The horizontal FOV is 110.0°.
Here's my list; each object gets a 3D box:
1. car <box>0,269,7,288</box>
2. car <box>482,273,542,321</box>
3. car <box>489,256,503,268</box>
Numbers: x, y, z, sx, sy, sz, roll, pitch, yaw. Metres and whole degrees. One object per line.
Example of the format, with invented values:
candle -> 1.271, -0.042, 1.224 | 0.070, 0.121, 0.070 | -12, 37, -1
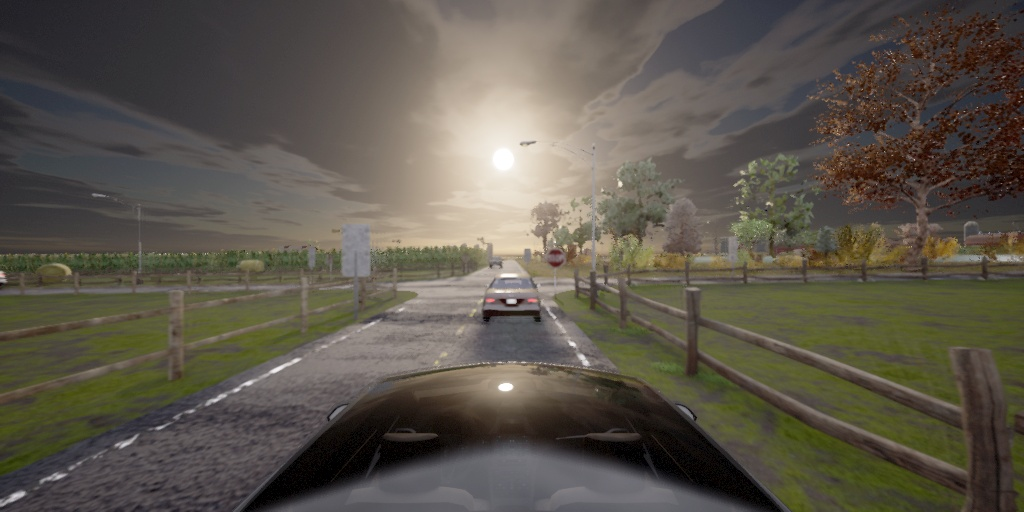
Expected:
car -> -44.937, 1.806, 29.192 | 5.566, 2.045, 2.150 | -2, 0, 2
car -> 0.050, 1.304, 12.440 | 2.033, 1.411, 5.357 | 0, 0, 2
car -> -2.815, 1.071, 63.271 | 2.150, 2.045, 5.566 | 0, 0, 1
